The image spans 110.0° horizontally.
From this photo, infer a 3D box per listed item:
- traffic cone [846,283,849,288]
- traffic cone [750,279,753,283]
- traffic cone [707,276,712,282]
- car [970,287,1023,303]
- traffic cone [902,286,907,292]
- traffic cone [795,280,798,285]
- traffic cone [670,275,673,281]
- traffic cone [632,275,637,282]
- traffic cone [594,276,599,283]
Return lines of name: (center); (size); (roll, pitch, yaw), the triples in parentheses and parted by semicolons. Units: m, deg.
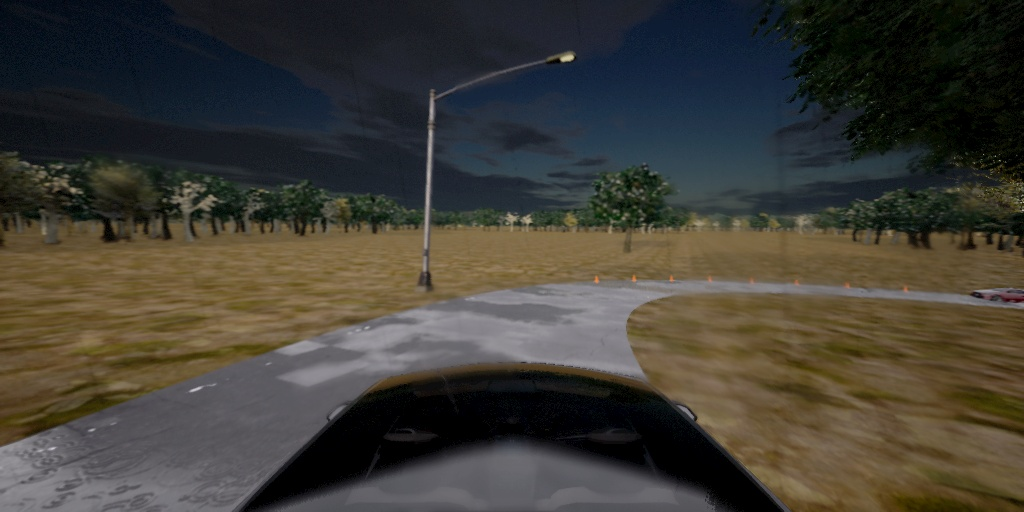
traffic cone: (35.815, 3.129, 38.277); (0.340, 0.580, 0.340); (0, 0, 5)
traffic cone: (25.099, 2.551, 37.568); (0.340, 0.580, 0.340); (0, 0, -12)
traffic cone: (19.926, 2.305, 36.057); (0.340, 0.580, 0.340); (0, 0, -20)
car: (46.054, 3.637, 33.359); (4.181, 1.385, 1.994); (4, 5, 21)
traffic cone: (41.132, 3.460, 37.461); (0.340, 0.580, 0.340); (0, 0, 13)
traffic cone: (30.432, 2.826, 38.313); (0.340, 0.580, 0.340); (0, 0, -4)
traffic cone: (15.024, 2.088, 33.812); (0.340, 0.580, 0.340); (0, 0, -29)
traffic cone: (10.495, 1.898, 30.881); (0.340, 0.580, 0.340); (0, 0, -37)
traffic cone: (6.435, 1.739, 27.322); (0.340, 0.580, 0.340); (0, 0, 45)
